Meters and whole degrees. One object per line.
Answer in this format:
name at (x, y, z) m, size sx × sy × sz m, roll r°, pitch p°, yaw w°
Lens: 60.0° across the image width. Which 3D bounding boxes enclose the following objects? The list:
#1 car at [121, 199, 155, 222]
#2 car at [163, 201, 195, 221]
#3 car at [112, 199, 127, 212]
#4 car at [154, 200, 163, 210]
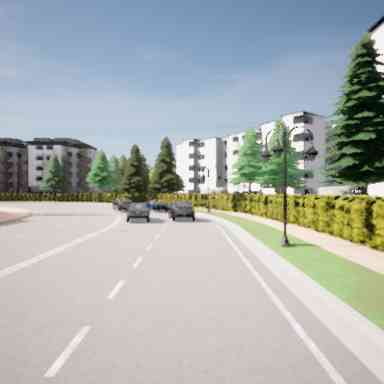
car at (-4.300, 1.571, 26.809) m, size 2.033 × 1.411 × 5.357 m, roll 0°, pitch 0°, yaw -8°
car at (-0.916, 1.517, 27.513) m, size 2.128 × 1.511 × 4.902 m, roll 0°, pitch 0°, yaw -9°
car at (-8.171, 1.527, 39.258) m, size 2.128 × 1.511 × 4.902 m, roll 0°, pitch 0°, yaw -25°
car at (-4.314, 1.636, 39.292) m, size 1.895 × 1.301 × 4.718 m, roll 0°, pitch 0°, yaw -23°
